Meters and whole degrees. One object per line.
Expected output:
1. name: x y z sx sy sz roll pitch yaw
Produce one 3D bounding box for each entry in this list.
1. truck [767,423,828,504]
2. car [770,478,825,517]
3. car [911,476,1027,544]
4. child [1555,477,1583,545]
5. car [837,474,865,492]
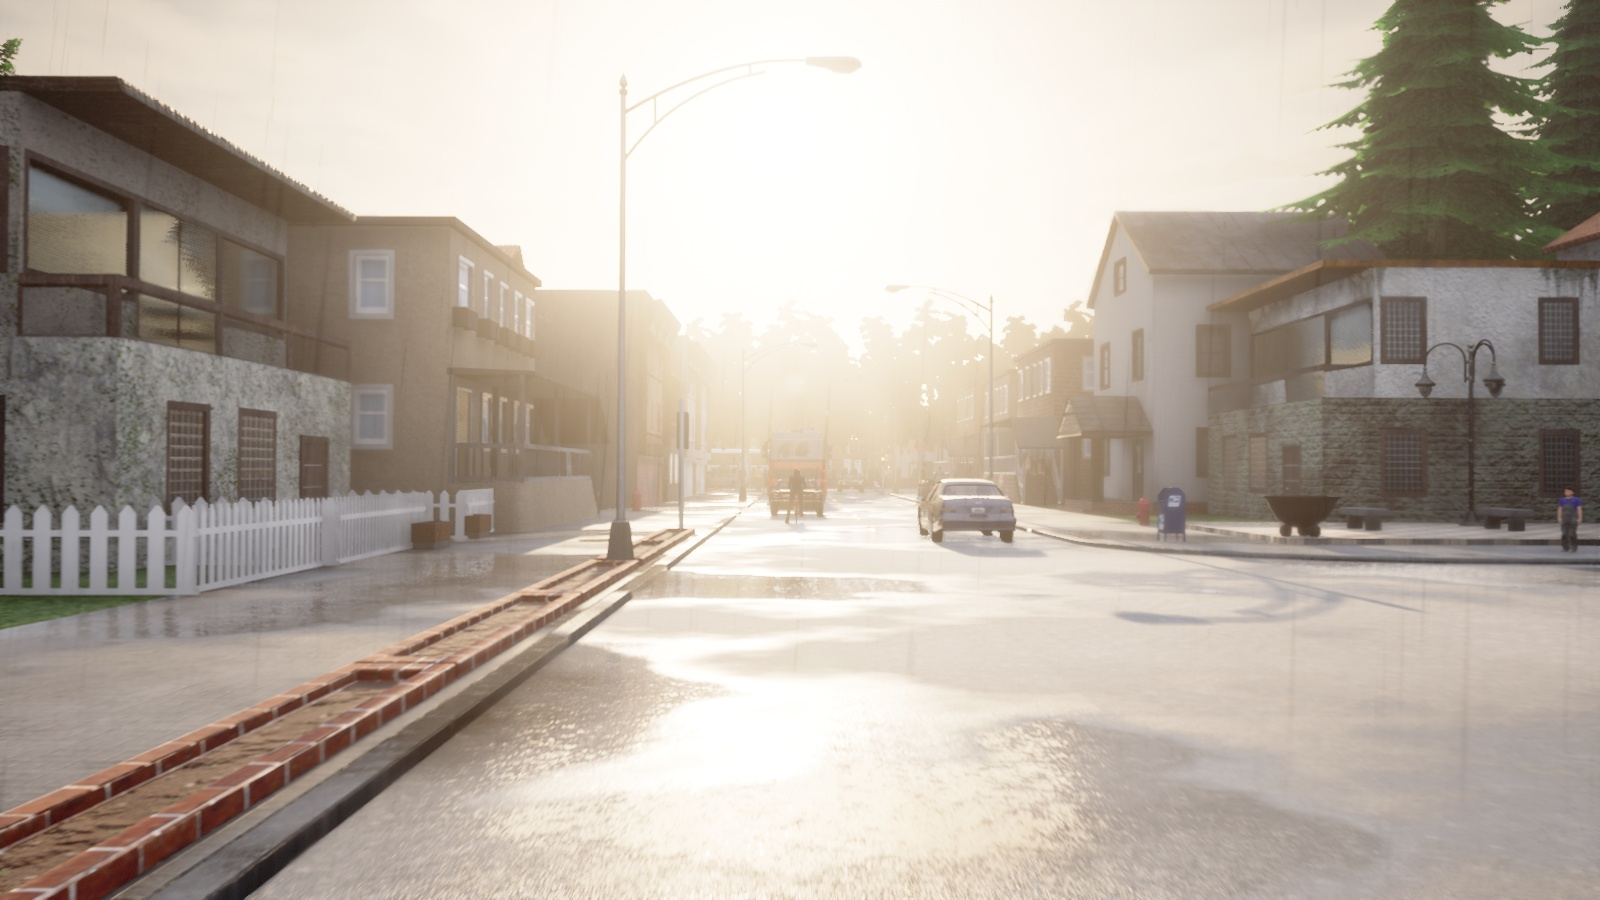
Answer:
1. truck: -0.131 0.722 64.029 2.891 3.827 8.468 0 -1 0
2. car: -0.088 1.670 45.065 1.895 1.301 4.718 0 -1 0
3. car: 3.840 1.339 29.410 2.033 1.411 5.357 0 -1 0
4. child: 14.465 1.138 23.629 0.437 1.263 0.270 0 -1 -34
5. car: 3.813 2.474 94.031 1.895 1.301 4.718 0 -1 0
